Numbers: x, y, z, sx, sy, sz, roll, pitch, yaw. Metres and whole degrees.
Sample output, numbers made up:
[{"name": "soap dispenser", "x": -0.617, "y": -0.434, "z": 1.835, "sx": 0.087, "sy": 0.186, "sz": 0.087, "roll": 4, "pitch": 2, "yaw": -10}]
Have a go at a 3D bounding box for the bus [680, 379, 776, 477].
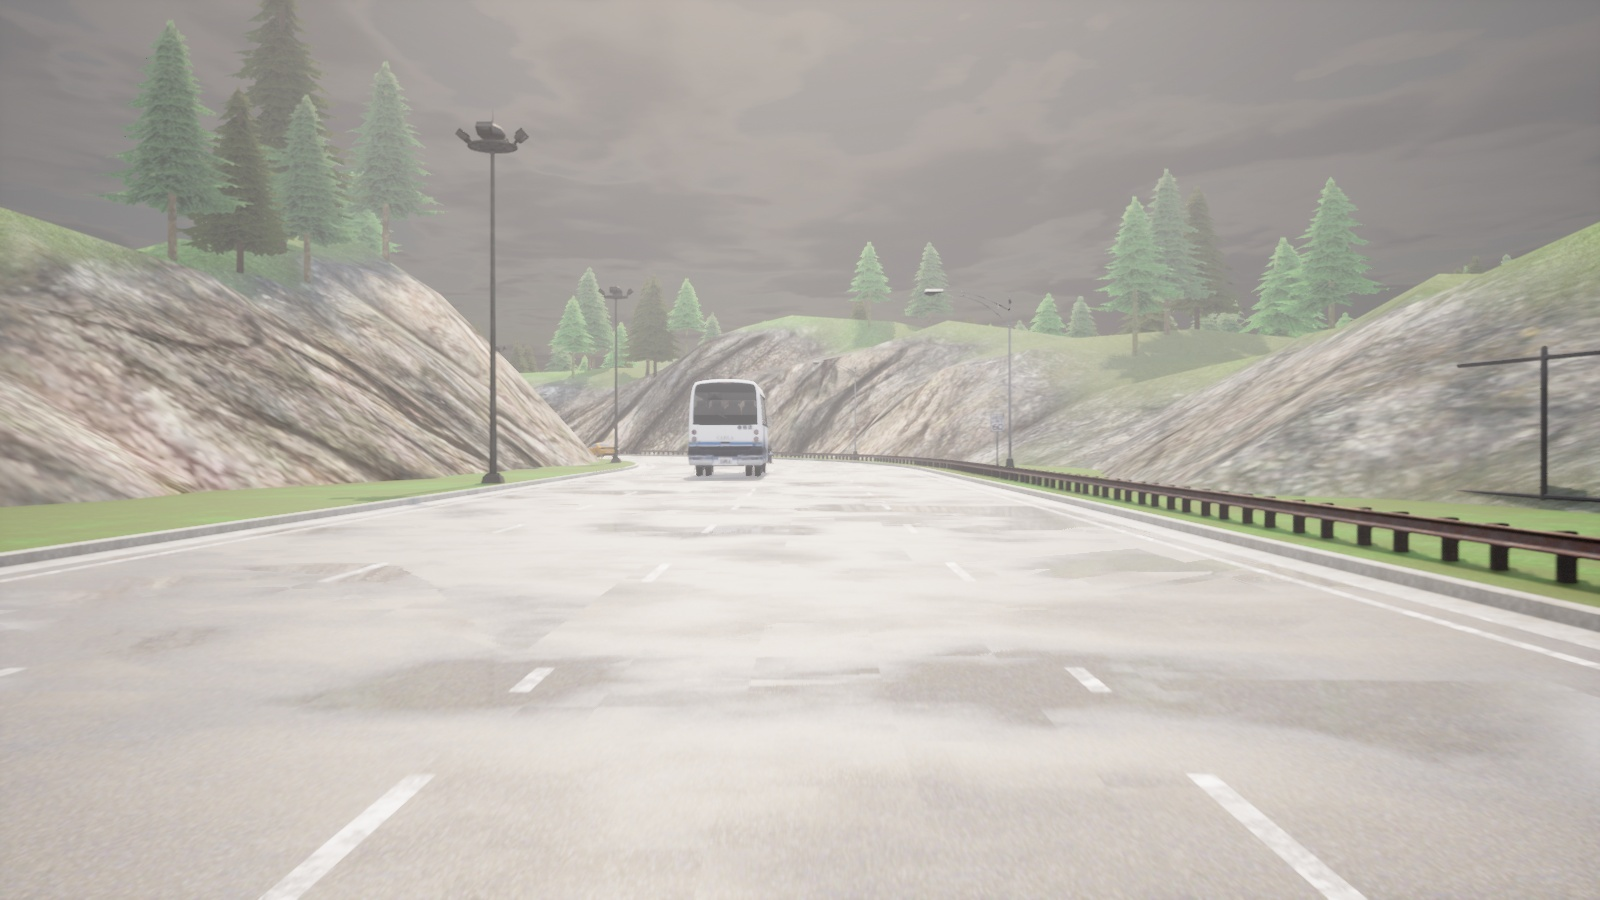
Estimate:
[{"name": "bus", "x": -3.214, "y": -0.969, "z": 59.633, "sx": 3.944, "sy": 4.253, "sz": 10.273, "roll": 0, "pitch": 0, "yaw": 0}]
